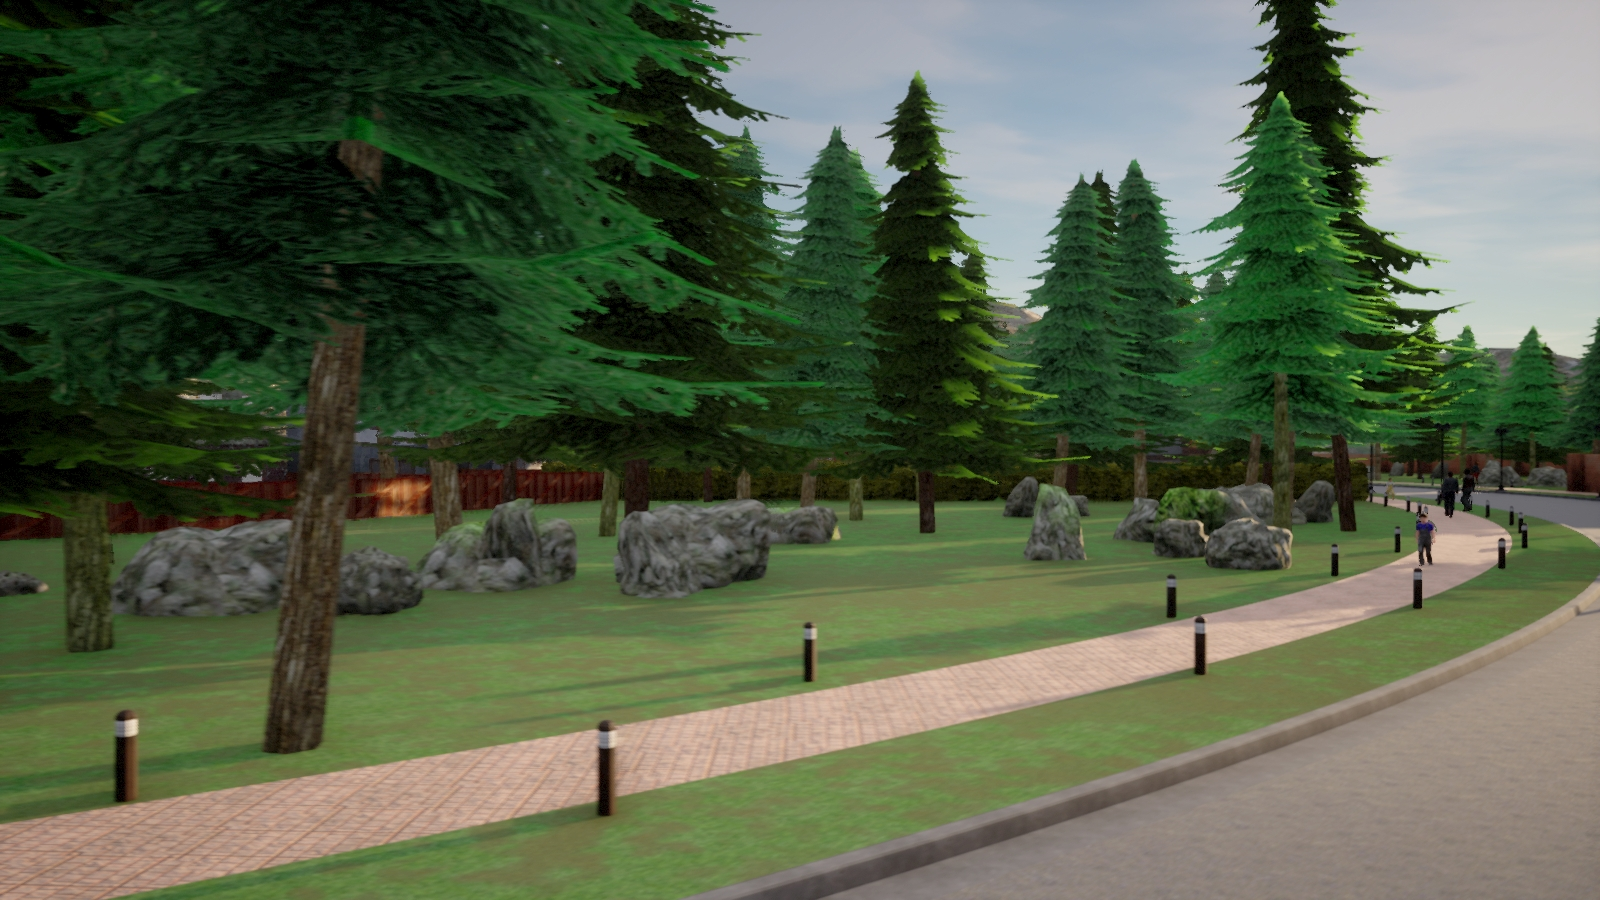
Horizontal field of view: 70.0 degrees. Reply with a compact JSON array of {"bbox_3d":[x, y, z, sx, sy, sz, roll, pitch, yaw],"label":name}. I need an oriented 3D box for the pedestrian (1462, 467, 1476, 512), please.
[{"bbox_3d":[28.286,1.673,48.300,0.375,1.860,0.375,0,0,-14],"label":"pedestrian"}]

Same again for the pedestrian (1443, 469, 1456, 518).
[{"bbox_3d":[25.131,1.672,44.215,0.375,1.860,0.375,0,0,18],"label":"pedestrian"}]

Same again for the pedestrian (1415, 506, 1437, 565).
[{"bbox_3d":[14.298,1.949,26.104,0.375,1.300,0.375,0,0,41],"label":"pedestrian"}]

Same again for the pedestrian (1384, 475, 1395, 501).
[{"bbox_3d":[30.351,1.956,58.790,0.375,1.300,0.375,0,0,2],"label":"pedestrian"}]
